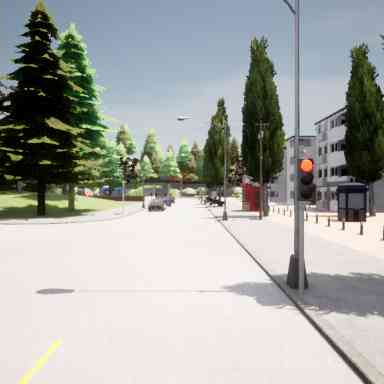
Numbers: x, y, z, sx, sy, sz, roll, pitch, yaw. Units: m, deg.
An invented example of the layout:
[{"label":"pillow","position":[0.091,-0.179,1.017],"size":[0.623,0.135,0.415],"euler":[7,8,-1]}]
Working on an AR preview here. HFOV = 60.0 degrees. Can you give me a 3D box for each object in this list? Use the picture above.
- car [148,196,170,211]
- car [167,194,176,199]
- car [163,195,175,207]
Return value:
[{"label":"car","position":[-4.129,1.547,40.160],"size":[2.033,1.411,5.357],"euler":[0,0,0]},{"label":"car","position":[-4.075,1.505,61.704],"size":[1.837,1.490,4.892],"euler":[0,0,1]},{"label":"car","position":[-4.123,1.564,50.098],"size":[1.994,1.385,4.181],"euler":[0,0,0]}]
